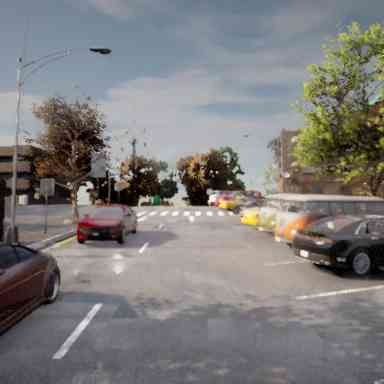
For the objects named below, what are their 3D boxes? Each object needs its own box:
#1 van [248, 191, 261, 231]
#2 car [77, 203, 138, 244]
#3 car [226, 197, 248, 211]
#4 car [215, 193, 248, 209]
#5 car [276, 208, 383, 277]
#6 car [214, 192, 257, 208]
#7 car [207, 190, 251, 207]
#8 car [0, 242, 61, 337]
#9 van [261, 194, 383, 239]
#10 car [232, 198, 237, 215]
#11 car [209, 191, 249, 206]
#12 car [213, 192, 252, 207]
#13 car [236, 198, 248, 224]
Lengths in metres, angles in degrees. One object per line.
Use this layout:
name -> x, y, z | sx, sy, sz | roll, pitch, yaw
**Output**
van -> 5.176, 1.102, 15.628 | 4.442, 1.987, 1.878 | 1, 1, -20
car -> -3.718, 1.331, 15.294 | 1.882, 1.535, 5.008 | 0, 1, 0
car -> 5.307, 1.281, 24.750 | 4.674, 1.452, 2.002 | 0, 0, -20
car -> 5.462, 1.151, 33.870 | 5.366, 1.575, 1.946 | 1, 0, -20
car -> 5.249, 1.389, 9.624 | 4.892, 1.521, 2.231 | 1, 0, -20
car -> 5.202, 0.968, 39.867 | 4.553, 1.767, 2.185 | 1, 0, -21
car -> 5.117, 0.940, 45.844 | 5.566, 2.045, 2.435 | 2, -5, -20
car -> -3.663, 1.516, 5.146 | 1.994, 1.385, 4.181 | 0, 1, 0
van -> 5.165, 1.132, 12.600 | 4.442, 1.987, 1.878 | 1, 1, -20
car -> 5.312, 1.310, 21.722 | 4.674, 1.452, 2.002 | 1, 1, -20
car -> 5.243, 0.872, 36.816 | 5.566, 2.045, 2.435 | 1, 1, -21
car -> 5.212, 0.977, 42.892 | 4.553, 1.767, 2.185 | 2, -2, -21
car -> 5.471, 1.298, 18.761 | 5.366, 1.575, 1.946 | 1, 0, -20
